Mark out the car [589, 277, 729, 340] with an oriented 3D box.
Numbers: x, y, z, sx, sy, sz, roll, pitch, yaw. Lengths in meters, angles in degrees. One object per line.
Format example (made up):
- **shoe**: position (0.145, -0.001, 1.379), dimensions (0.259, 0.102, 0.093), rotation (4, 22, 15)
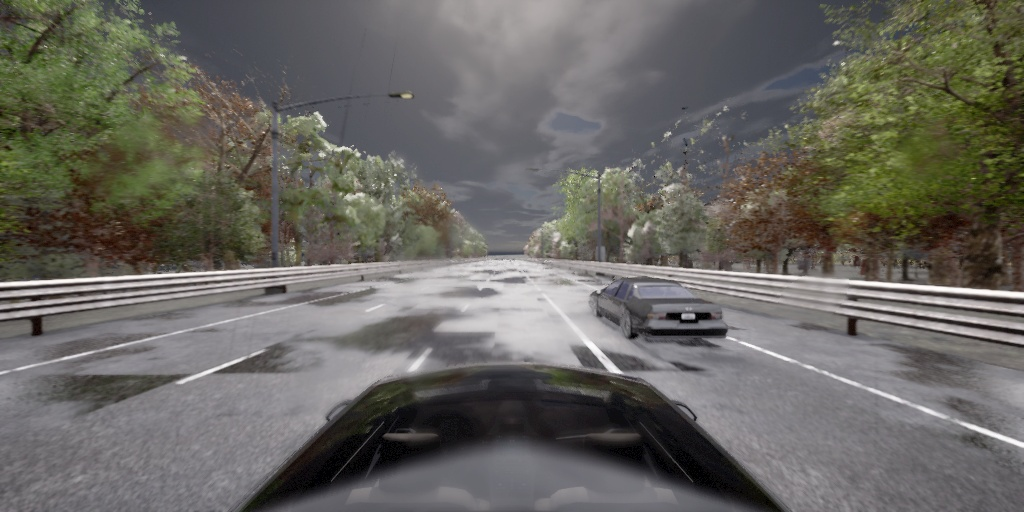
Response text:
- **car**: position (3.601, 1.295, 9.923), dimensions (2.033, 1.411, 5.357), rotation (0, 0, -1)
